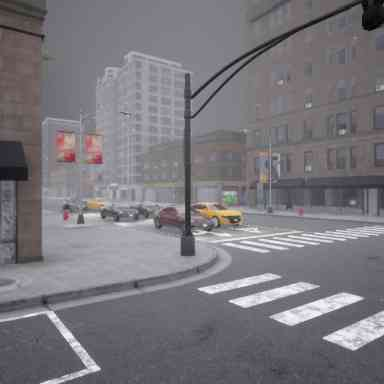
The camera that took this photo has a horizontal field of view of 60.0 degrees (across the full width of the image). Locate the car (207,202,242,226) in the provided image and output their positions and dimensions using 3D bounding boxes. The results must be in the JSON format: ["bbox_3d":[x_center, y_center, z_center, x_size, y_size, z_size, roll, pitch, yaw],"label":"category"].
[{"bbox_3d":[1.265,1.451,22.502,1.882,1.535,5.008,0,0,-35],"label":"car"}]

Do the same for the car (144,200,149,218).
[{"bbox_3d":[-4.178,1.485,30.065,1.812,1.442,4.674,0,0,-36],"label":"car"}]

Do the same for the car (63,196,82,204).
[{"bbox_3d":[-21.689,1.405,60.206,1.837,1.490,4.892,0,-1,-36],"label":"car"}]

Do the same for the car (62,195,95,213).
[{"bbox_3d":[-12.849,1.440,36.523,2.128,1.511,4.902,0,0,-35],"label":"car"}]

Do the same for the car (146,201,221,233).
[{"bbox_3d":[-0.646,1.505,19.615,1.812,1.442,4.674,0,0,-35],"label":"car"}]

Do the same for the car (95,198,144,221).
[{"bbox_3d":[-5.967,1.492,26.989,1.812,1.442,4.674,0,0,-36],"label":"car"}]
